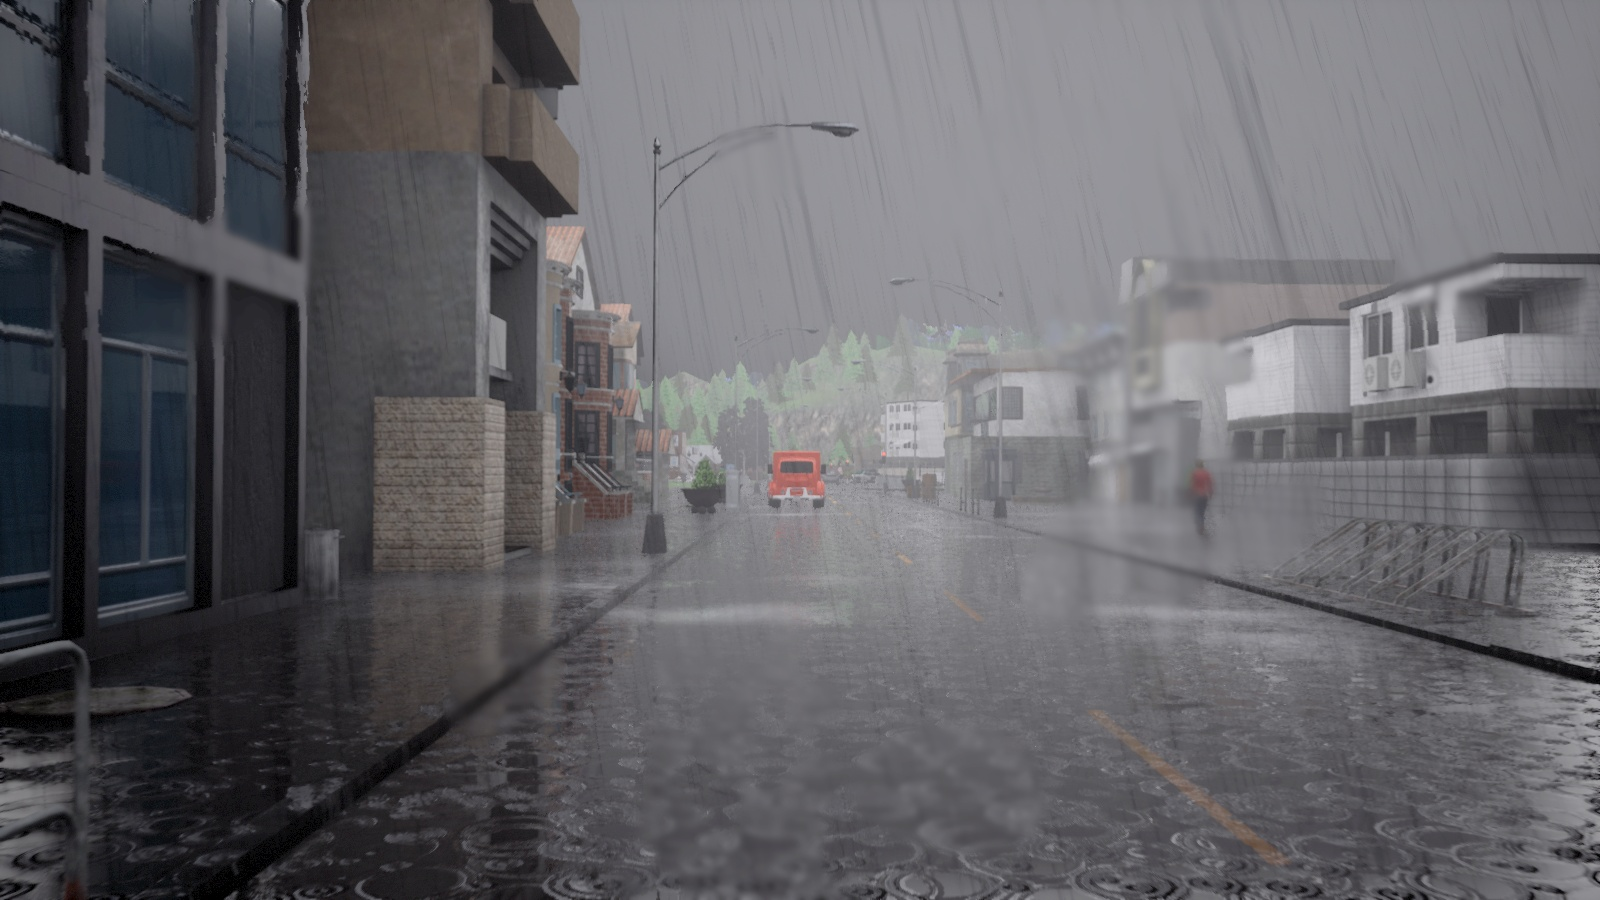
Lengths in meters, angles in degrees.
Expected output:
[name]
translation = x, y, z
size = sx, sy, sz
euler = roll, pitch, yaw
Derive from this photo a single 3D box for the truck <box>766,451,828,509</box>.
[truck]
translation = -0.135, 1.311, 55.609
size = 2.627, 2.467, 5.204
euler = 0, -1, 0
